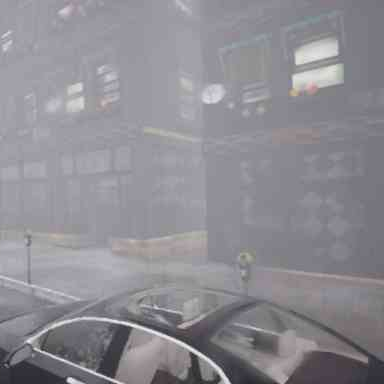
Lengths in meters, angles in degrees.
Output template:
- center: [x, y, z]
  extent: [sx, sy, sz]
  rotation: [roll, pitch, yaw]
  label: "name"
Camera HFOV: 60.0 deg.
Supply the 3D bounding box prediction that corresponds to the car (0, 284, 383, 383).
- center: [-0.347, 1.563, 2.993]
  extent: [4.403, 1.369, 2.008]
  rotation: [-1, -2, 35]
  label: "car"
